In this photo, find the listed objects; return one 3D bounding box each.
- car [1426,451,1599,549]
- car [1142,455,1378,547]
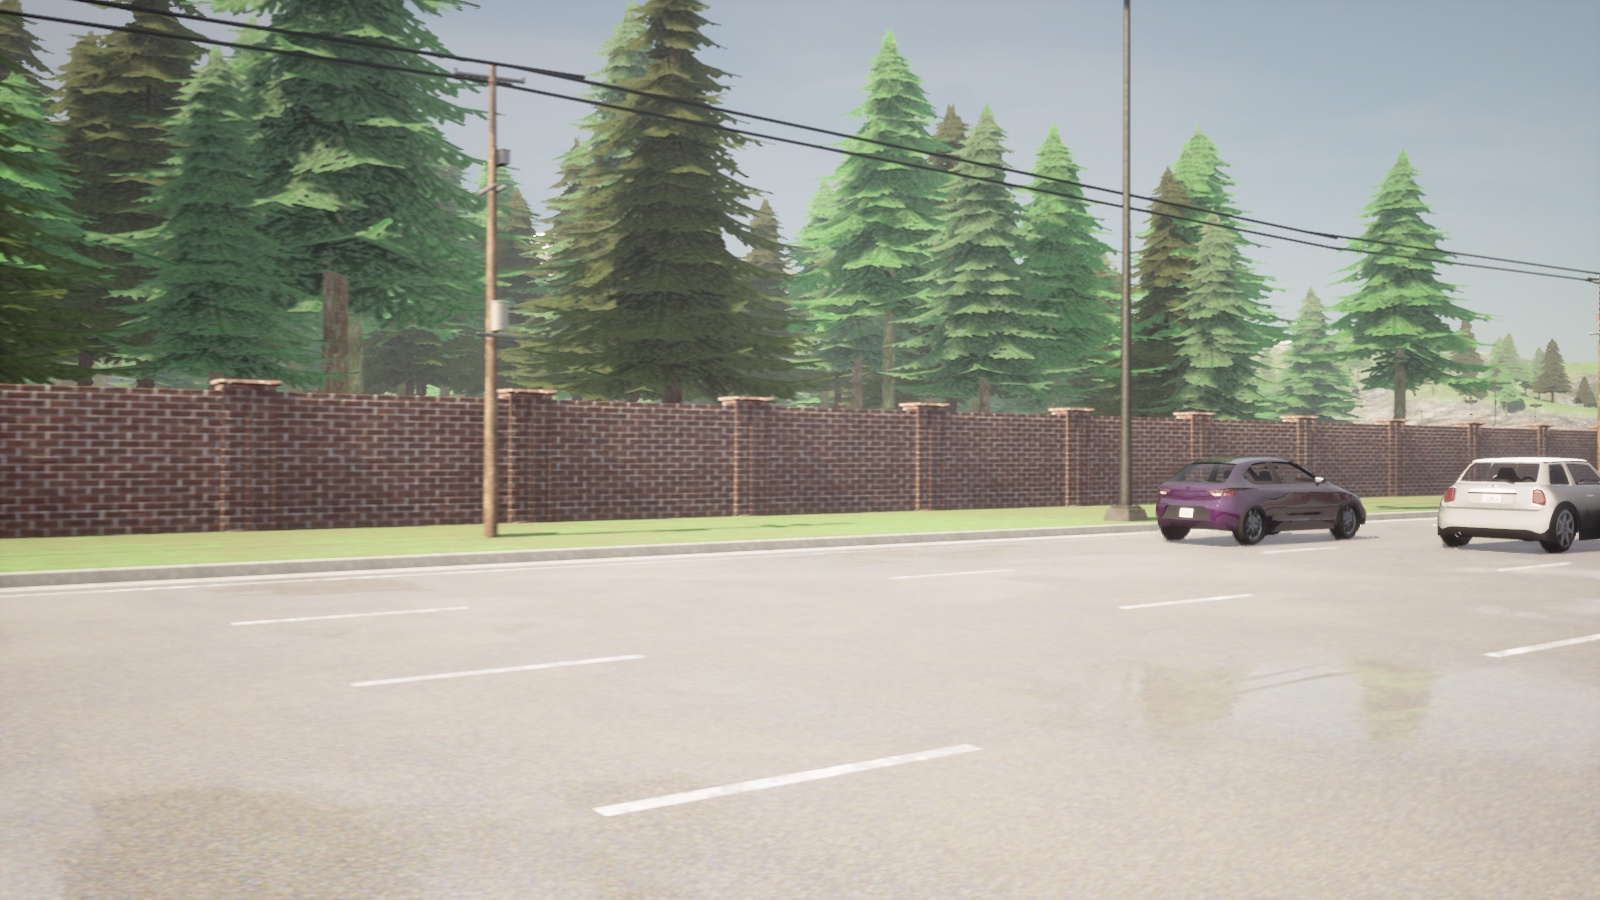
[{"bbox_3d":[12.354,0.762,20.784,3.806,1.475,1.970,0,0,-35],"label":"car"},{"bbox_3d":[8.144,0.819,22.118,4.193,1.474,1.816,0,0,-35],"label":"car"}]
